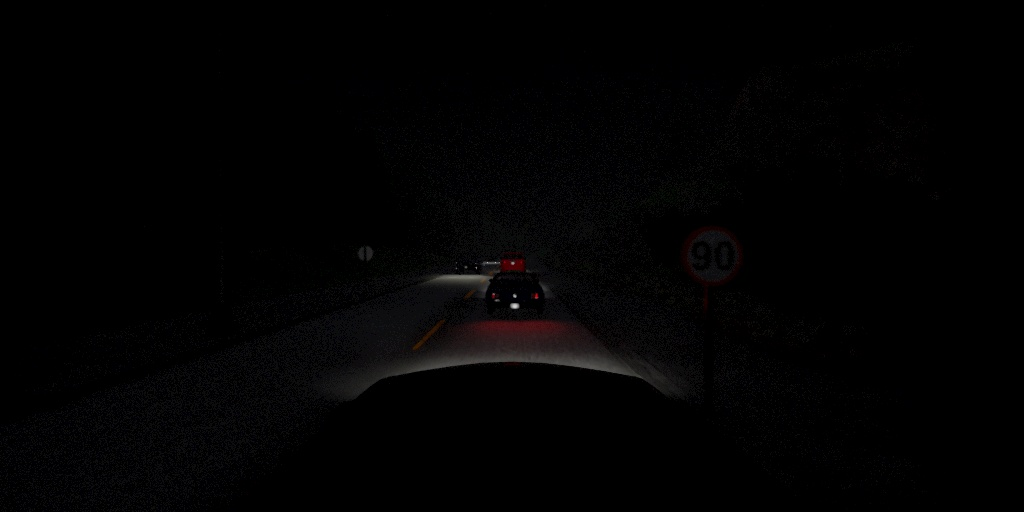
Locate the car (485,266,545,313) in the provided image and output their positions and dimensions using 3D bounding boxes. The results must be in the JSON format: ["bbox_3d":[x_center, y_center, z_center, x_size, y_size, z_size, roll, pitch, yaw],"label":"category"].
[{"bbox_3d":[0.091,1.232,13.246,1.895,1.301,4.718,0,1,0],"label":"car"}]

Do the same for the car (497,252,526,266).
[{"bbox_3d":[0.074,0.657,32.246,2.150,2.045,5.566,0,1,0],"label":"car"}]

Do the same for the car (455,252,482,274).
[{"bbox_3d":[-4.117,0.637,34.793,2.150,2.045,5.566,0,0,0],"label":"car"}]
